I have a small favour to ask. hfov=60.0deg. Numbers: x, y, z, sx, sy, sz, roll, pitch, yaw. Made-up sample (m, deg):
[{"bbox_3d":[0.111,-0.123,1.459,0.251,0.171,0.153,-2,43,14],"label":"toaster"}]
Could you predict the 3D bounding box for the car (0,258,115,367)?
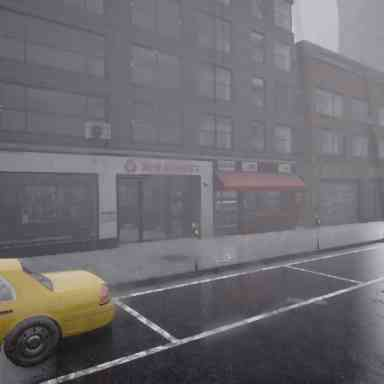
[{"bbox_3d":[-3.456,1.525,4.197,4.829,1.417,1.752,0,-1,-35],"label":"car"}]
